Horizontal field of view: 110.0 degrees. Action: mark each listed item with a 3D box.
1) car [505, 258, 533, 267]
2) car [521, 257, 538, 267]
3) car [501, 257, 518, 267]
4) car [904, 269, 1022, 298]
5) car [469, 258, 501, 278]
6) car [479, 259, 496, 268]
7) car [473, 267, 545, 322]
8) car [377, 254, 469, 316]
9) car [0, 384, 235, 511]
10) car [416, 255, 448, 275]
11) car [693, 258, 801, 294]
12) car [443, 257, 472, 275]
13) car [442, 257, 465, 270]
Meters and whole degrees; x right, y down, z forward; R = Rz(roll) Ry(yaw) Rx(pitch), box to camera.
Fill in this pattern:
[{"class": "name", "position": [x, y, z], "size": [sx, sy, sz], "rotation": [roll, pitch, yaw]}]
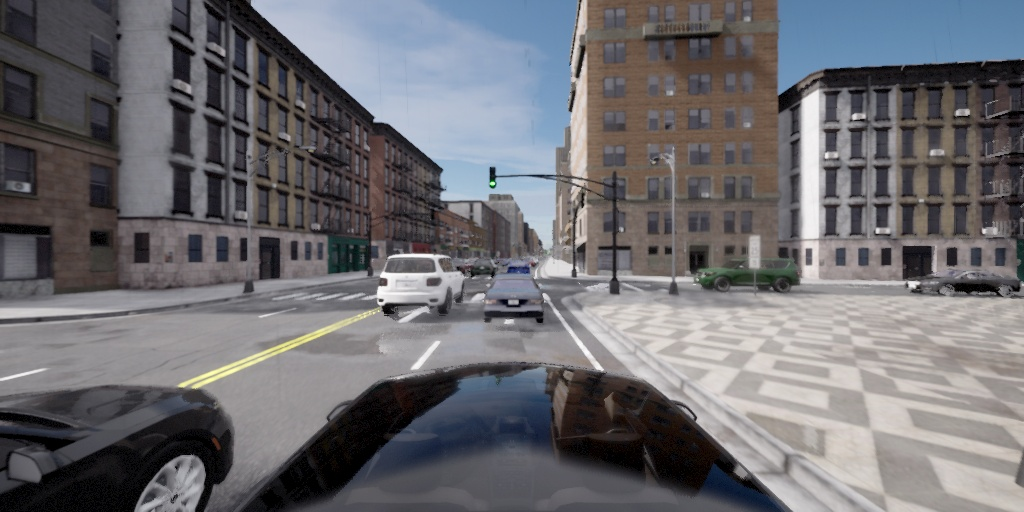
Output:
[{"class": "car", "position": [0.674, 1.168, 31.662], "size": [1.882, 1.535, 5.008], "rotation": [0, 0, 3]}, {"class": "car", "position": [2.848, 1.147, 60.389], "size": [1.994, 1.385, 4.181], "rotation": [0, 0, 6]}, {"class": "car", "position": [-0.555, 1.136, 59.147], "size": [2.033, 1.411, 5.357], "rotation": [0, 0, 6]}, {"class": "car", "position": [25.716, 1.518, 20.597], "size": [4.902, 1.511, 2.128], "rotation": [1, 0, 6]}, {"class": "car", "position": [-2.480, 1.036, 33.541], "size": [2.097, 1.767, 4.553], "rotation": [0, 0, 3]}, {"class": "car", "position": [-3.942, 1.158, 58.122], "size": [1.994, 1.385, 4.181], "rotation": [0, 0, 7]}, {"class": "car", "position": [0.070, 1.281, 12.120], "size": [2.033, 1.411, 5.357], "rotation": [0, 0, 1]}, {"class": "car", "position": [-3.156, 0.954, 13.507], "size": [2.150, 2.045, 5.566], "rotation": [0, 0, 1]}, {"class": "car", "position": [-3.164, 1.256, 0.926], "size": [1.837, 1.490, 4.892], "rotation": [0, 0, -1]}, {"class": "car", "position": [-8.795, 0.887, 39.880], "size": [2.150, 2.045, 5.566], "rotation": [0, 0, 2]}, {"class": "car", "position": [14.141, 1.129, 21.751], "size": [5.566, 2.045, 2.150], "rotation": [1, 0, 6]}, {"class": "car", "position": [-5.669, 1.024, 37.917], "size": [2.097, 1.767, 4.553], "rotation": [0, 0, 4]}, {"class": "car", "position": [-8.048, 0.982, 49.563], "size": [2.097, 1.767, 4.553], "rotation": [0, 0, 5]}]
